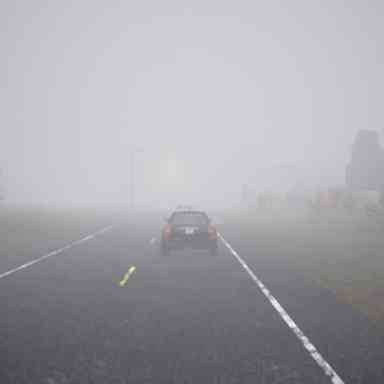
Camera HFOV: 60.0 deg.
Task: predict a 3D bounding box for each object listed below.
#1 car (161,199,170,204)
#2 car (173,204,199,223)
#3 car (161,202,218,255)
[{"bbox_3d":[-5.590,2.164,70.910,1.895,1.301,4.718,0,0,-2],"label":"car"},{"bbox_3d":[-0.592,1.798,29.067,2.033,1.411,5.357,0,0,-2],"label":"car"},{"bbox_3d":[-0.131,1.478,14.135,2.097,1.767,4.553,0,-1,-1],"label":"car"}]
